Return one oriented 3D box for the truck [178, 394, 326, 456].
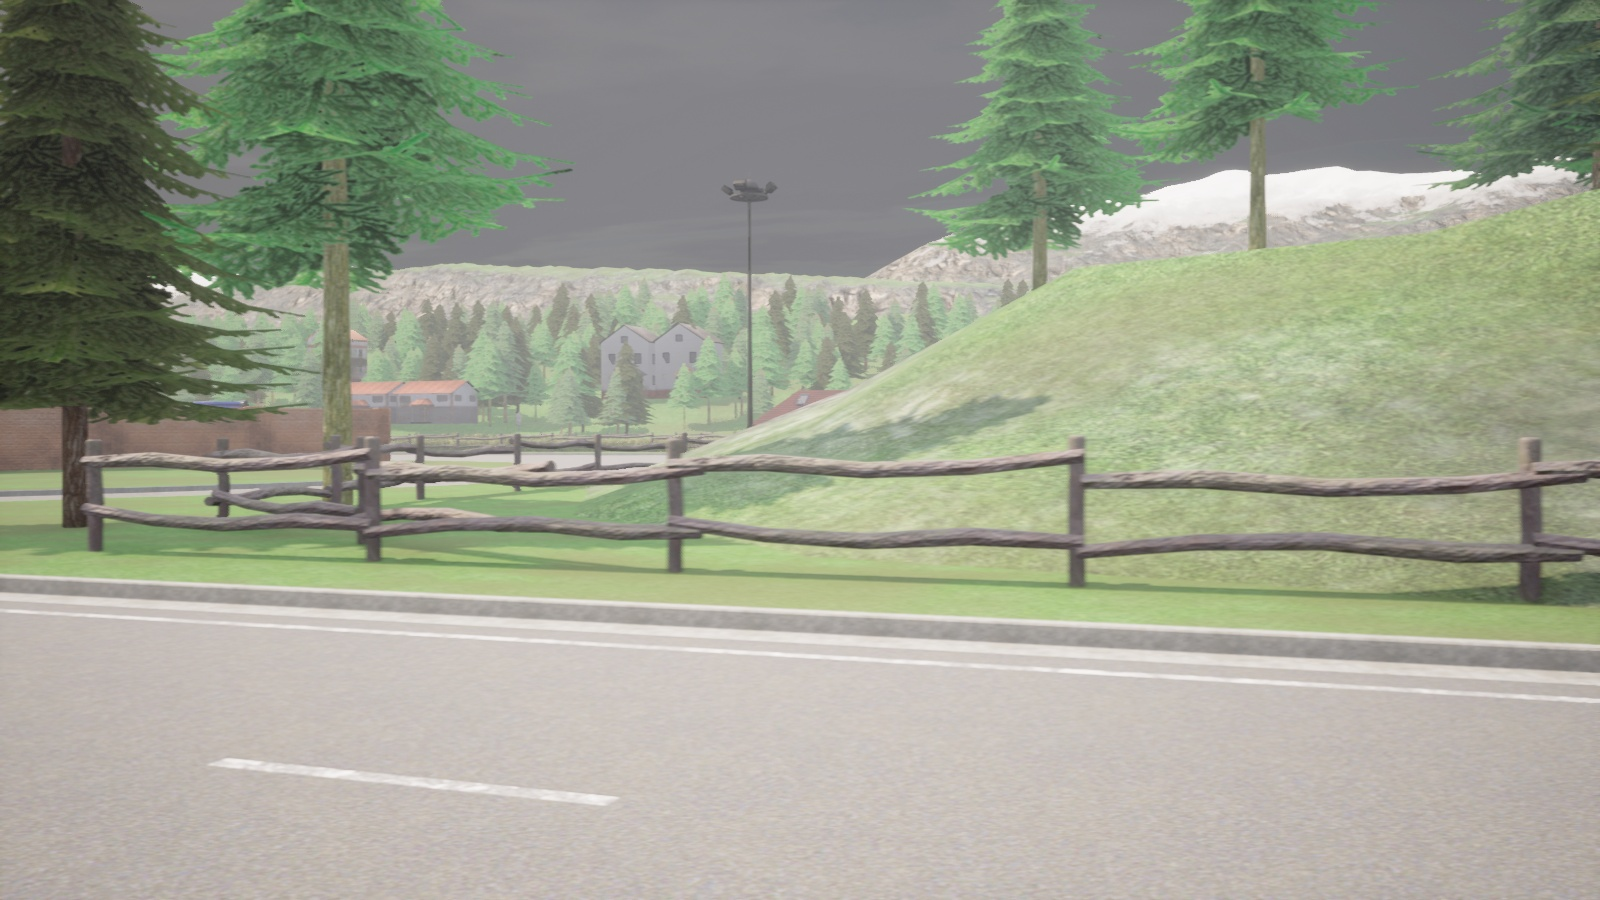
[{"bbox_3d":[-31.665,-1.437,72.604,7.936,3.462,2.891,1,1,19],"label":"truck"}]
